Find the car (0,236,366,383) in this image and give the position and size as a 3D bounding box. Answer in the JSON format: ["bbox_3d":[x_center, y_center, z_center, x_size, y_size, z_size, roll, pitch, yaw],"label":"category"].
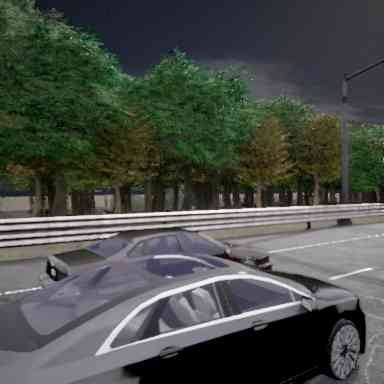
[{"bbox_3d":[0.094,1.490,3.814,4.902,1.511,2.128,0,0,-36],"label":"car"}]

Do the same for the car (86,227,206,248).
[{"bbox_3d":[-0.539,1.545,7.663,5.357,1.411,2.033,0,0,-36],"label":"car"}]
